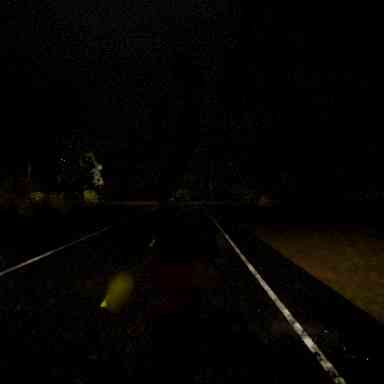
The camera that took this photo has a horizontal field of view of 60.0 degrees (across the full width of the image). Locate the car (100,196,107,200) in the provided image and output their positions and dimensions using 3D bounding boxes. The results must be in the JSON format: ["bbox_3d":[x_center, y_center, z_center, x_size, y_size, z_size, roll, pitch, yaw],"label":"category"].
[{"bbox_3d":[-24.112,1.486,84.505,4.718,1.301,1.895,0,0,-2],"label":"car"}]

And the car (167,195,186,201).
[{"bbox_3d":[-4.091,1.483,85.072,4.892,1.490,1.837,0,0,-1],"label":"car"}]

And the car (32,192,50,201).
[{"bbox_3d":[-35.509,1.075,77.166,5.566,2.045,2.150,0,0,-2],"label":"car"}]

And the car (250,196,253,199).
[{"bbox_3d":[15.638,1.589,78.578,4.902,1.511,2.128,0,0,-2],"label":"car"}]

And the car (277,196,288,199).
[{"bbox_3d":[22.074,1.666,85.781,4.718,1.301,1.895,0,0,-2],"label":"car"}]
